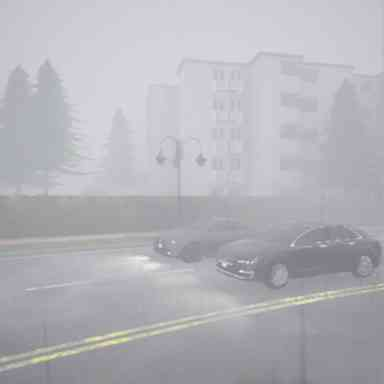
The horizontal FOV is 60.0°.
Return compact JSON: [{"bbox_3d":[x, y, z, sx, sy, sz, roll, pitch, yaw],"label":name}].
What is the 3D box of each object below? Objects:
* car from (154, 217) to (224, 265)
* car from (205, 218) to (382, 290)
[{"bbox_3d":[0.758,1.629,11.953,4.181,1.385,1.994,1,0,-25],"label":"car"},{"bbox_3d":[3.027,1.579,9.217,4.892,1.490,1.837,1,-1,-24],"label":"car"}]
